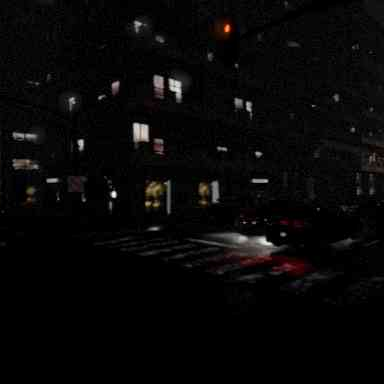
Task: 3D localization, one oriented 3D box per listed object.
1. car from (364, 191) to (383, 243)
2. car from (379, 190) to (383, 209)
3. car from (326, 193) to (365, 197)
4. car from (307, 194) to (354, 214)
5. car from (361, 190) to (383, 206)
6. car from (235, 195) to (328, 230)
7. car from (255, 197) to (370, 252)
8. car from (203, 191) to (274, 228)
[{"bbox_3d":[8.673,0.942,12.559,5.009,1.841,2.192,-2,3,-43],"label":"car"},{"bbox_3d":[18.717,0.609,29.954,5.008,1.535,1.882,-2,2,-43],"label":"car"},{"bbox_3d":[11.520,0.857,23.204,4.902,1.511,2.128,-2,2,-43],"label":"car"},{"bbox_3d":[10.972,0.890,26.227,4.206,1.307,1.802,-2,3,-43],"label":"car"},{"bbox_3d":[19.055,0.595,33.820,4.403,1.369,2.008,-2,3,-43],"label":"car"},{"bbox_3d":[4.623,1.093,16.726,4.892,1.490,1.837,-2,2,-42],"label":"car"},{"bbox_3d":[4.691,1.155,12.471,5.008,1.535,1.882,-2,1,-45],"label":"car"},{"bbox_3d":[2.890,0.885,18.623,5.009,1.841,2.192,-2,3,-43],"label":"car"}]
